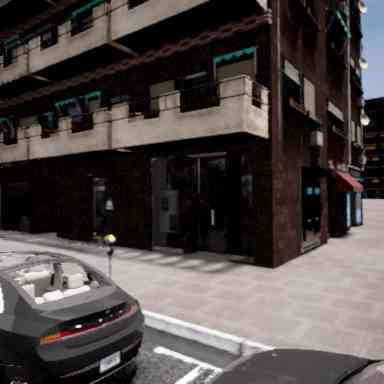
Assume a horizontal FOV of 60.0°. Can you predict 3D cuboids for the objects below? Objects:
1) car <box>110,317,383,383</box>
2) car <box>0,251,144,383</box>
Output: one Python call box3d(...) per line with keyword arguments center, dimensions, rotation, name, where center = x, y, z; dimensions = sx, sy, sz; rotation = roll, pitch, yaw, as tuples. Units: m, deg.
box3d(center=(1.896, 1.553, 1.536), dimensions=(4.403, 1.369, 2.008), rotation=(0, -1, 36), name="car")
box3d(center=(-2.636, 1.539, 4.770), dimensions=(4.403, 1.369, 2.008), rotation=(0, -1, 36), name="car")
